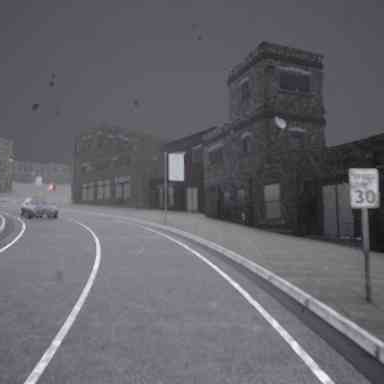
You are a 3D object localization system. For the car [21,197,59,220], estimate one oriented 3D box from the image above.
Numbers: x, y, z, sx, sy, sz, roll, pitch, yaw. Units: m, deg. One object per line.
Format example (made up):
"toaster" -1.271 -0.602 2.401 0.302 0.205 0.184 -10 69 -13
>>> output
"car" -12.141 1.195 26.450 2.097 1.767 4.553 2 -1 -35
